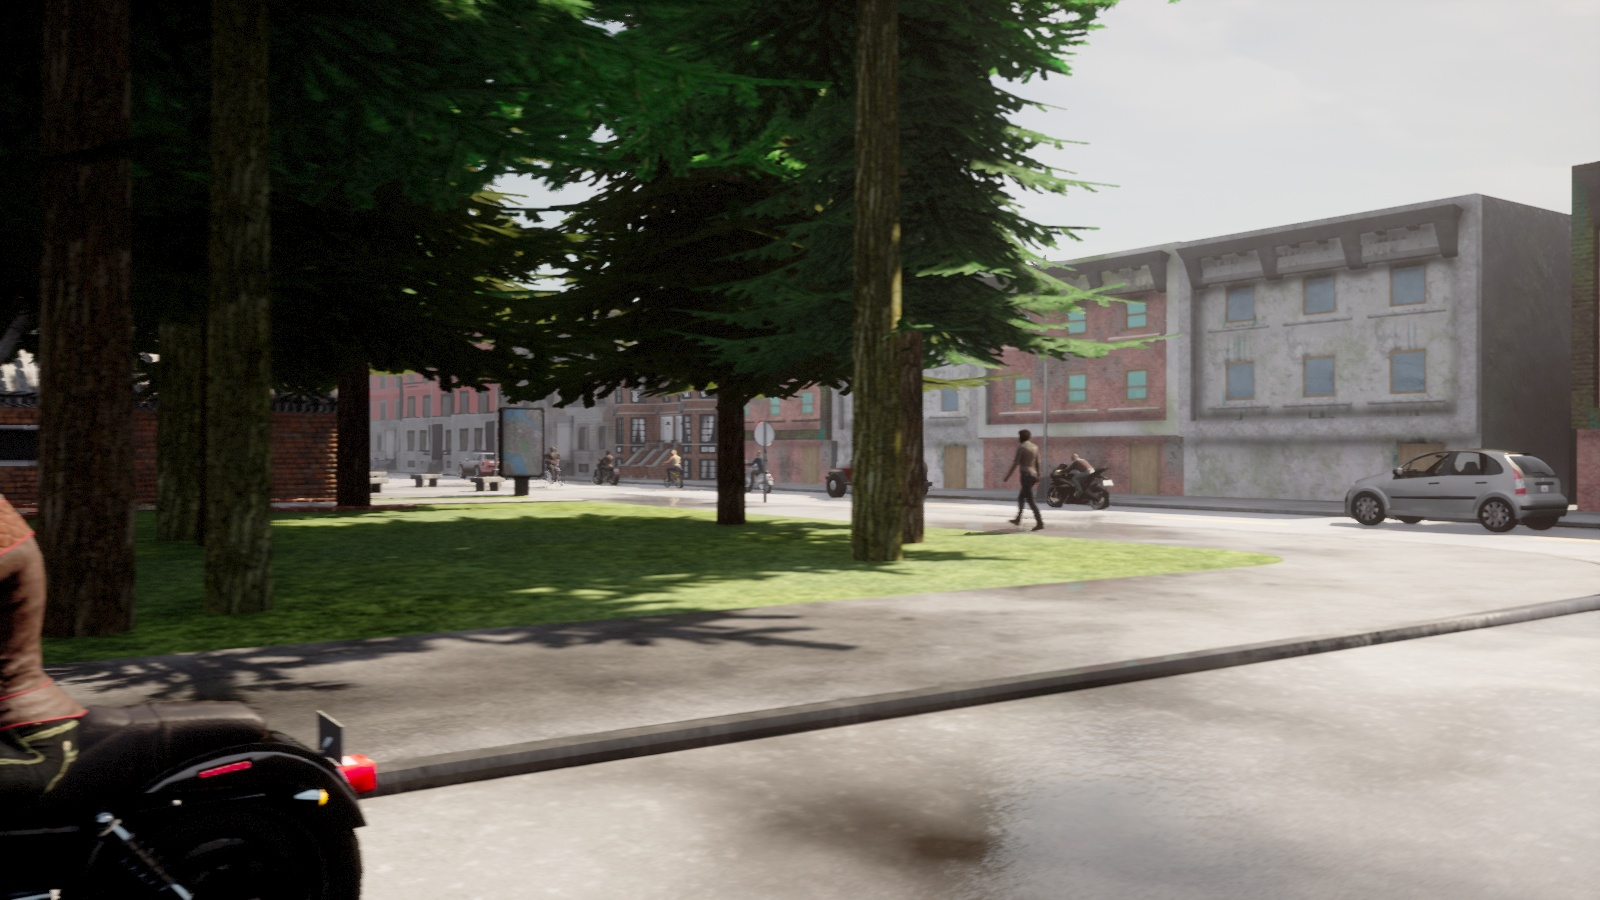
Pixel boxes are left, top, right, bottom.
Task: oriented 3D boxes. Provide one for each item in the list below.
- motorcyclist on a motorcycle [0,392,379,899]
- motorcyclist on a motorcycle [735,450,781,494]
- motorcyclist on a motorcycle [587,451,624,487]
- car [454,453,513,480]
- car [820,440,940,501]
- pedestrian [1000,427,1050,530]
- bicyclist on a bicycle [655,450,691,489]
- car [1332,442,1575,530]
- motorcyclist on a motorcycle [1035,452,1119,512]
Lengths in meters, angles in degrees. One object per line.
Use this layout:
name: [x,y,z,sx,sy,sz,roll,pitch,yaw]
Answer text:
motorcyclist on a motorcycle: [-2.218,0.707,2.723,2.350,1.649,0.766,0,0,-35]
motorcyclist on a motorcycle: [-1.581,0.813,46.964,0.866,1.590,1.817,0,-1,-34]
motorcyclist on a motorcycle: [-8.938,0.851,57.668,0.766,1.649,2.350,0,0,-34]
car: [-17.795,0.916,70.498,1.970,1.475,3.806,0,0,-35]
car: [2.562,0.632,40.938,1.905,1.878,3.866,0,0,-35]
pedestrian: [4.027,0.498,22.502,0.328,1.805,0.869,0,0,-37]
bicyclist on a bicycle: [-5.322,0.817,52.419,0.866,1.612,1.509,0,0,-35]
car: [13.159,0.673,25.499,1.851,1.617,3.988,0,0,-32]
motorcyclist on a motorcycle: [7.439,0.843,33.845,0.866,1.530,2.191,0,0,-35]
